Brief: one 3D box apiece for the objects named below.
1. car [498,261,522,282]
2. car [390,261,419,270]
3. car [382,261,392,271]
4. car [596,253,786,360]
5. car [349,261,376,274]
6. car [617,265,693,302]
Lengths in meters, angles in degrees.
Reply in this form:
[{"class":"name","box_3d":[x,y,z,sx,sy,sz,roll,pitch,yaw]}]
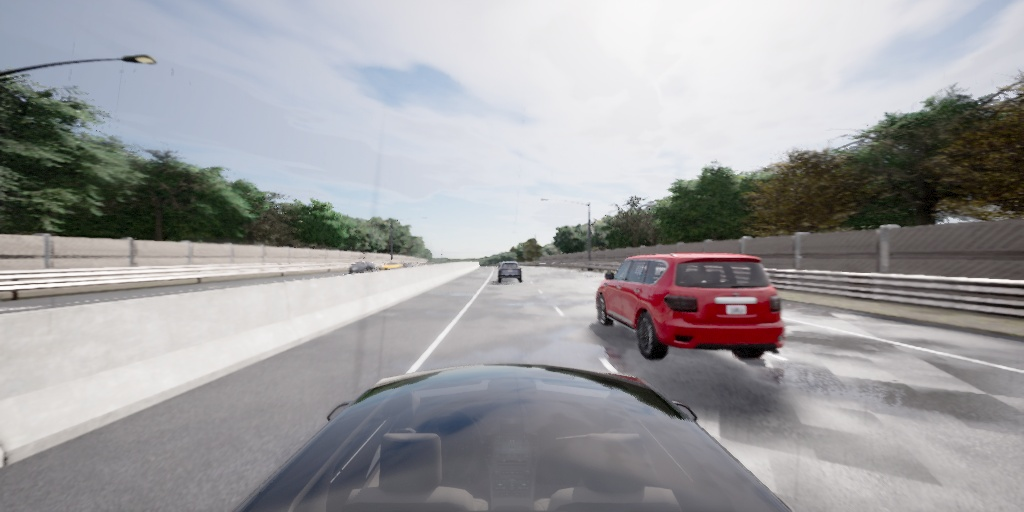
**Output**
[{"class":"car","box_3d":[-0.197,1.231,30.040,2.033,1.649,4.856,0,0,-1]},{"class":"car","box_3d":[-11.090,1.459,38.272,1.895,1.301,4.718,0,0,-1]},{"class":"car","box_3d":[-14.787,1.397,45.025,1.882,1.535,5.008,0,-1,-1]},{"class":"car","box_3d":[3.633,0.972,8.521,2.150,2.045,5.566,0,0,0]},{"class":"car","box_3d":[-18.255,1.406,43.879,2.128,1.511,4.902,0,0,-1]},{"class":"car","box_3d":[7.030,1.269,18.246,1.837,1.490,4.892,0,0,-1]}]
